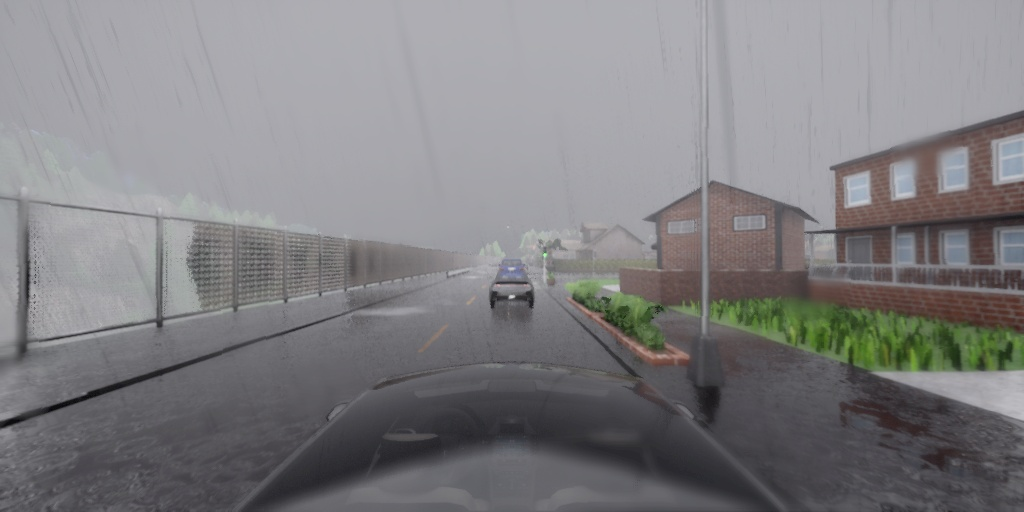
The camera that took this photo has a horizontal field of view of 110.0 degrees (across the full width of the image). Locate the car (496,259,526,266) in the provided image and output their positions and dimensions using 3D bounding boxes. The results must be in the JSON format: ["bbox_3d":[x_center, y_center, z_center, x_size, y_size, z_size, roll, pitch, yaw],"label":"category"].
[{"bbox_3d":[-0.007,1.241,30.860,2.150,2.045,5.566,0,0,0],"label":"car"}]

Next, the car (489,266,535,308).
[{"bbox_3d":[0.001,1.378,16.151,2.128,1.511,4.902,0,0,0],"label":"car"}]
